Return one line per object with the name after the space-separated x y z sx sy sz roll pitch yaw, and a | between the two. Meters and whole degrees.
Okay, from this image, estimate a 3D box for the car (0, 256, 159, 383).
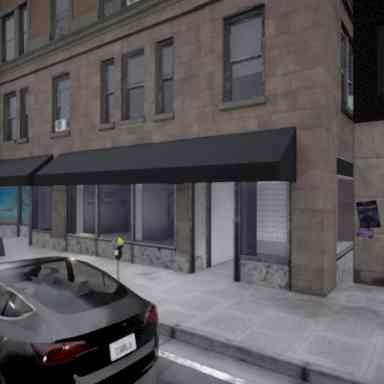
-2.371 1.565 4.493 4.313 1.339 1.947 0 0 35 | car
